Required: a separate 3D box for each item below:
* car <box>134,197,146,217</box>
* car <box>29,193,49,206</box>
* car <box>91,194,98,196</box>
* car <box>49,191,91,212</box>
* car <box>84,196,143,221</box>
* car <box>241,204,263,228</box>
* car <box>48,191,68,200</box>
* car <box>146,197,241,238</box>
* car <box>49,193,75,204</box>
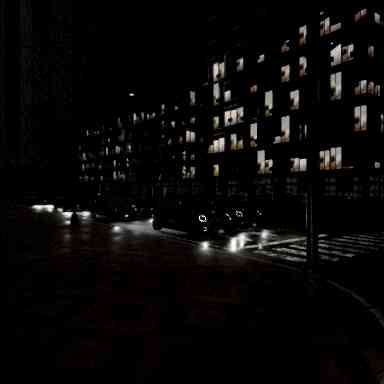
[{"bbox_3d":[-3.966,1.126,26.661,2.033,1.411,5.357,0,1,-38],"label":"car"},{"bbox_3d":[-17.588,0.817,38.769,1.994,1.385,4.181,0,1,-37],"label":"car"},{"bbox_3d":[-10.188,0.995,34.563,1.895,1.301,4.718,0,1,-38],"label":"car"},{"bbox_3d":[-11.378,0.942,30.821,1.837,1.490,4.892,0,2,-38],"label":"car"},{"bbox_3d":[-5.653,1.208,23.555,1.895,1.301,4.718,0,1,-38],"label":"car"},{"bbox_3d":[1.911,1.104,19.227,2.097,1.767,4.553,0,1,-38],"label":"car"},{"bbox_3d":[-22.574,0.541,55.894,1.895,1.301,4.718,0,1,-38],"label":"car"},{"bbox_3d":[-0.075,1.124,16.497,2.097,1.767,4.553,0,1,-38],"label":"car"},{"bbox_3d":[-16.939,0.792,43.235,1.895,1.301,4.718,0,1,-38],"label":"car"}]
